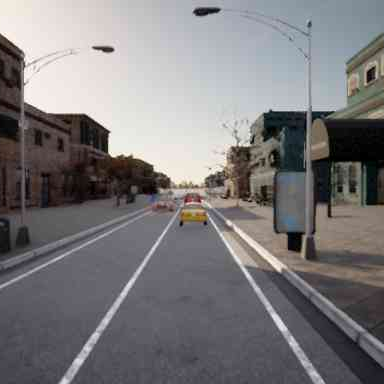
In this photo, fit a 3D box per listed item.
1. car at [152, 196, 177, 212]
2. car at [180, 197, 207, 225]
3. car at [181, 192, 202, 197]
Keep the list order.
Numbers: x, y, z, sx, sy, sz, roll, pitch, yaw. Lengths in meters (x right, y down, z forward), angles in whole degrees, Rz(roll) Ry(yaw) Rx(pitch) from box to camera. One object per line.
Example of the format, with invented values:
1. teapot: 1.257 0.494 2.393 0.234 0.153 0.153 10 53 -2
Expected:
1. car: -3.099 1.230 36.174 2.097 1.767 4.553 0 0 0
2. car: 0.095 1.391 23.434 1.801 1.575 5.366 0 0 0
3. car: 0.090 1.073 42.031 2.150 2.045 5.566 0 0 0
